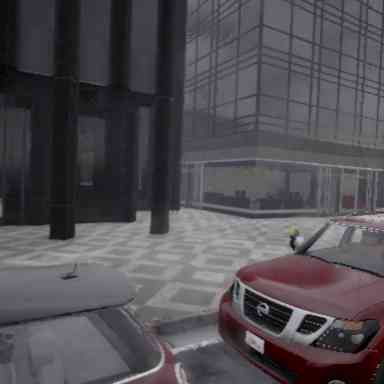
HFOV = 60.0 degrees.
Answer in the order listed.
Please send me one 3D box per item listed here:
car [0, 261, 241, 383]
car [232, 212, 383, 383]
[{"bbox_3d":[-2.014,1.288,1.823,4.097,1.590,1.967,1,2,-31],"label":"car"},{"bbox_3d":[2.819,1.253,4.673,5.009,1.841,2.192,1,2,-31],"label":"car"}]
